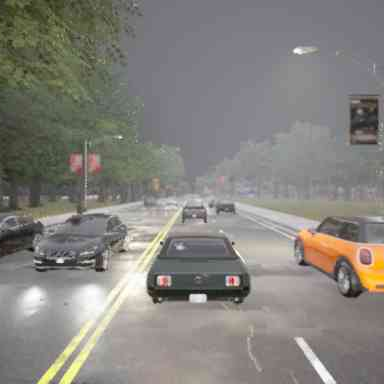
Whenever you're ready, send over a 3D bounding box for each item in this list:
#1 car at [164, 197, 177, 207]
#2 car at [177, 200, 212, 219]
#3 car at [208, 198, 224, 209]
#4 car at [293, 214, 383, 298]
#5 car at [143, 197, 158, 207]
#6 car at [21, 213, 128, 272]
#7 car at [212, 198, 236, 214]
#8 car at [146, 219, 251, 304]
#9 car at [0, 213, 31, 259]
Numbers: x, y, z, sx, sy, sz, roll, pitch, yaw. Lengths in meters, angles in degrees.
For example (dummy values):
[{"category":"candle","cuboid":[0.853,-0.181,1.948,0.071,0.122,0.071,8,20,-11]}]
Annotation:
[{"category":"car","cuboid":[-3.153,1.567,51.408,1.812,1.442,4.674,0,0,1]},{"category":"car","cuboid":[0.182,1.494,25.957,2.128,1.511,4.902,0,0,0]},{"category":"car","cuboid":[3.428,1.611,47.653,1.994,1.385,4.181,0,0,1]},{"category":"car","cuboid":[4.248,1.354,8.699,2.097,1.767,4.553,0,0,0]},{"category":"car","cuboid":[-6.400,1.540,51.394,1.837,1.490,4.892,0,0,1]},{"category":"car","cuboid":[-3.320,1.493,10.820,1.837,1.490,4.892,0,0,0]},{"category":"car","cuboid":[3.435,1.500,34.967,1.882,1.535,5.008,0,0,1]},{"category":"car","cuboid":[0.120,1.596,8.109,1.895,1.301,4.718,0,0,0]},{"category":"car","cuboid":[-6.570,1.474,10.860,2.128,1.511,4.902,0,0,0]}]
